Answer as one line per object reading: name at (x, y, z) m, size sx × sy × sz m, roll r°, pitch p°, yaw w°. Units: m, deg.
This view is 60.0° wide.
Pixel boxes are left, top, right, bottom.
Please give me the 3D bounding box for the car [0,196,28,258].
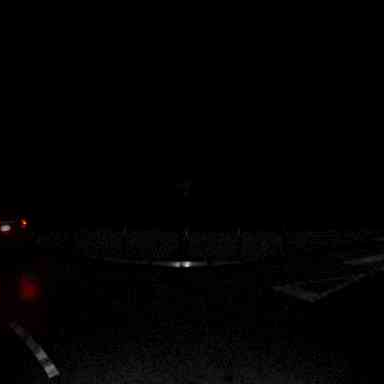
car at (-7.818, 1.094, 10.527) m, size 5.566 × 2.045 × 2.150 m, roll 1°, pitch -1°, yaw 22°
